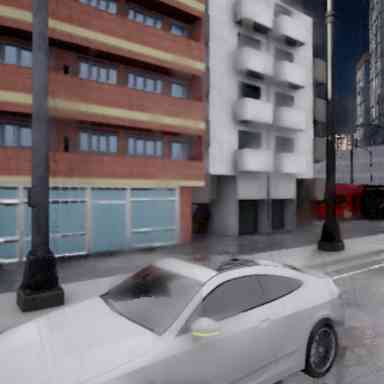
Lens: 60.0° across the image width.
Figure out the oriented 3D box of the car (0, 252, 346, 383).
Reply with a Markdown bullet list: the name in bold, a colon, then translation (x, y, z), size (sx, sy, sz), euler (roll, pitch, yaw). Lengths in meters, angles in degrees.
- **car**: translation (0.038, 1.547, 4.027), size (4.674, 1.442, 1.812), euler (0, 0, -36)
